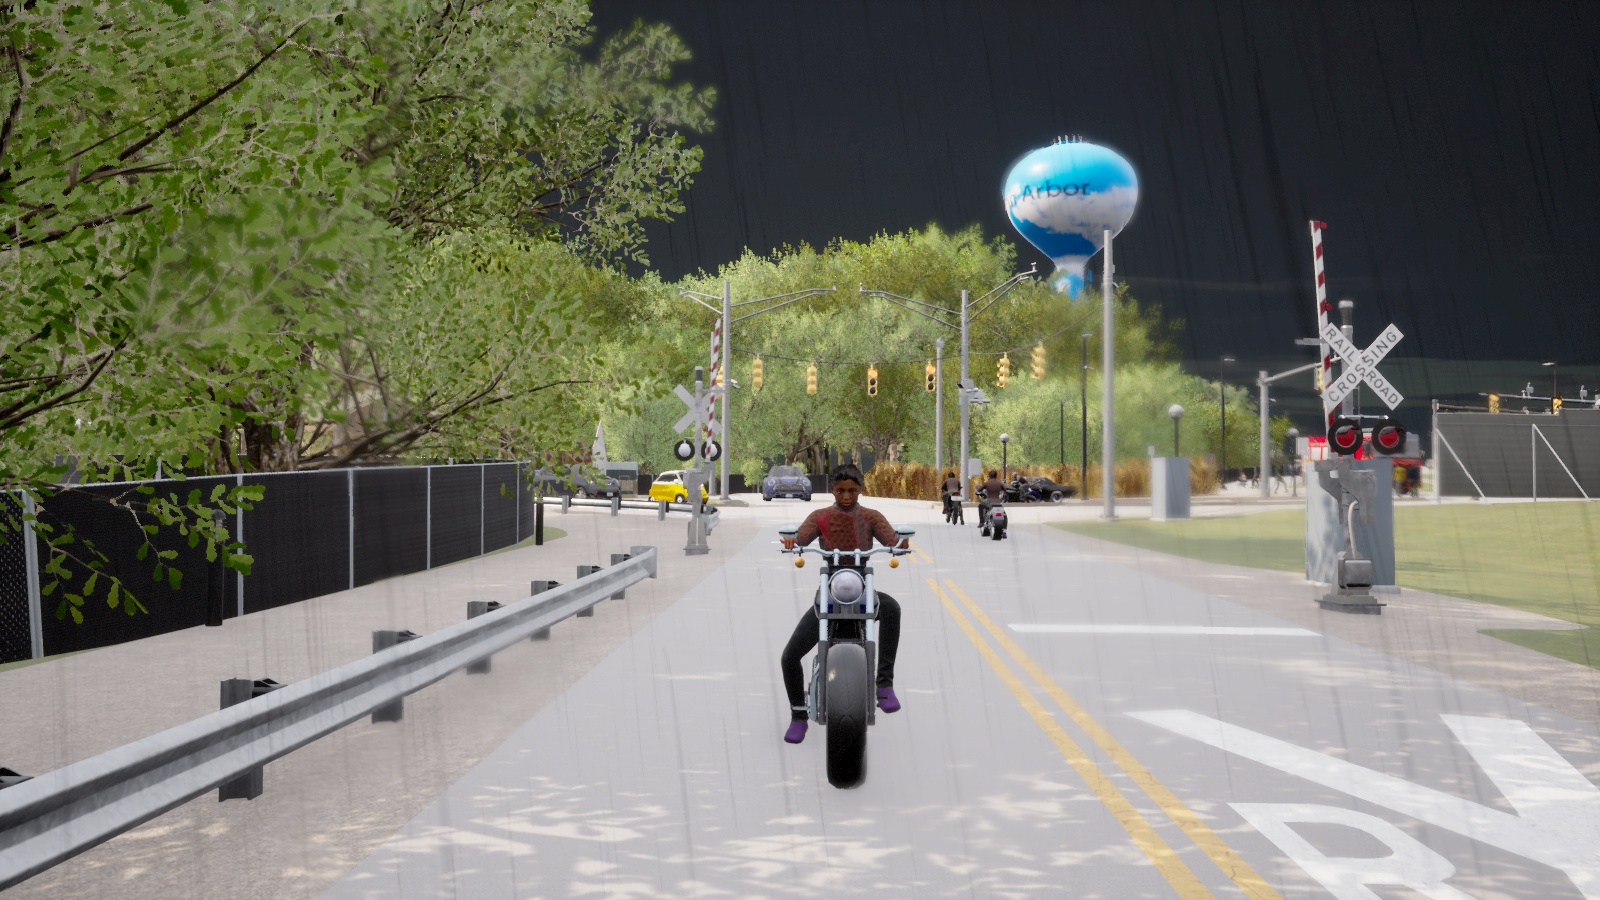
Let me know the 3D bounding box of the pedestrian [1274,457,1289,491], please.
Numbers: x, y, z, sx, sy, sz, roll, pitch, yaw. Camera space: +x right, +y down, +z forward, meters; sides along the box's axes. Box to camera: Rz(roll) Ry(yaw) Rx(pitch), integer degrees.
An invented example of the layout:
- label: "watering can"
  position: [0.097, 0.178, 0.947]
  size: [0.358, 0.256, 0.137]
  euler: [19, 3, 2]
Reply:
- label: "pedestrian"
  position: [26.755, 1.350, 69.782]
  size: [0.353, 1.847, 0.614]
  euler: [2, -3, -32]

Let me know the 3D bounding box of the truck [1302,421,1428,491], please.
- label: "truck"
  position: [32.602, 0.409, 72.908]
  size: [2.891, 3.827, 8.468]
  euler: [0, -1, -5]

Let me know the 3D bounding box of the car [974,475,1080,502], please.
- label: "car"
  position: [10.905, 1.855, 60.602]
  size: [4.718, 1.301, 1.895]
  euler: [0, -1, -4]

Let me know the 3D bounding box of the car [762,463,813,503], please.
- label: "car"
  position: [-0.605, 1.510, 58.465]
  size: [2.097, 1.767, 4.553]
  euler: [0, -1, -4]

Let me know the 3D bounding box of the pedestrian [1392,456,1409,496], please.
- label: "pedestrian"
  position: [28.067, 1.212, 58.677]
  size: [0.431, 1.840, 0.709]
  euler: [0, -3, 0]

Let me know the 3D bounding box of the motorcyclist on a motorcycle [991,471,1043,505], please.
- label: "motorcyclist on a motorcycle"
  position: [9.855, 1.730, 57.019]
  size: [2.191, 1.530, 0.866]
  euler: [0, -1, -4]

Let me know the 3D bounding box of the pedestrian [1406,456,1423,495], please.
- label: "pedestrian"
  position: [29.637, 1.231, 60.529]
  size: [0.402, 1.842, 0.726]
  euler: [0, -3, -3]

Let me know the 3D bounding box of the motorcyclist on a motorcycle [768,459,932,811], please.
- label: "motorcyclist on a motorcycle"
  position: [0.269, 0.884, 7.085]
  size: [0.766, 1.649, 2.350]
  euler: [0, -1, 2]

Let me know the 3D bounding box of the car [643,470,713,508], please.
- label: "car"
  position: [-4.657, 1.502, 47.848]
  size: [2.207, 1.376, 1.481]
  euler: [-2, -3, 34]

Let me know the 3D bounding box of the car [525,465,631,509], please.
- label: "car"
  position: [-7.952, 1.329, 44.831]
  size: [3.633, 1.501, 1.845]
  euler: [-1, -3, 41]

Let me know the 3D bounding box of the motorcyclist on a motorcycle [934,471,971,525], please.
- label: "motorcyclist on a motorcycle"
  position: [4.418, 1.370, 36.557]
  size: [0.797, 1.523, 2.044]
  euler: [1, -1, -1]

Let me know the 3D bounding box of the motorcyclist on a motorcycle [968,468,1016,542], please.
- label: "motorcyclist on a motorcycle"
  position: [4.469, 1.243, 29.341]
  size: [0.766, 1.649, 2.350]
  euler: [1, -1, 0]
